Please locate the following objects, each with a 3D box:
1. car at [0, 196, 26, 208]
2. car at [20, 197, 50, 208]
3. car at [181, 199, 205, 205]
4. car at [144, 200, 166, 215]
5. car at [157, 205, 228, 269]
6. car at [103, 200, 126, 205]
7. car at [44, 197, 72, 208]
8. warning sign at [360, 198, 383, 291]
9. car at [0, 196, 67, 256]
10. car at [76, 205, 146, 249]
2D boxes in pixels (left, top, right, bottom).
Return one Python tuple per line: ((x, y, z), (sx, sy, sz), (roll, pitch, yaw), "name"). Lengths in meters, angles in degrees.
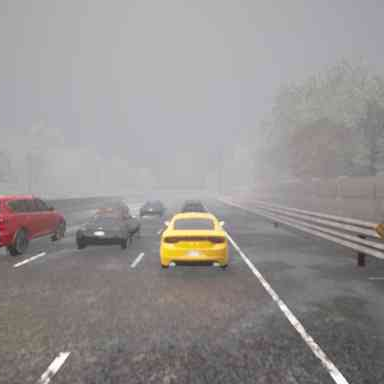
((-24.559, 1.288, 44.981), (1.837, 1.490, 4.892), (0, 0, 0), "car")
((-21.061, 1.346, 44.824), (1.994, 1.385, 4.181), (0, 0, 0), "car")
((0.098, 1.355, 29.147), (1.837, 1.490, 4.892), (0, 0, 0), "car")
((-3.402, 1.413, 29.561), (1.994, 1.385, 4.181), (0, 0, 0), "car")
((0.079, 1.418, 11.004), (1.882, 1.535, 5.008), (0, 0, 0), "car")
((-6.902, 1.413, 29.586), (1.994, 1.385, 4.181), (0, 0, 0), "car")
((-17.568, 1.387, 43.870), (1.895, 1.301, 4.718), (0, 0, 0), "car")
((4.546, 1.075, 7.154), (1.300, 1.860, 1.060), (0, 0, 0), "warning sign")
((-6.910, 1.151, 13.007), (2.150, 2.045, 5.566), (0, 0, 0), "car")
((-3.409, 1.488, 14.262), (1.994, 1.385, 4.181), (0, 0, 0), "car")
